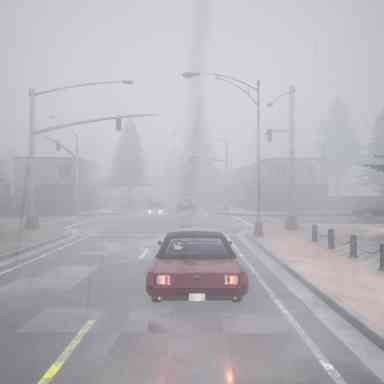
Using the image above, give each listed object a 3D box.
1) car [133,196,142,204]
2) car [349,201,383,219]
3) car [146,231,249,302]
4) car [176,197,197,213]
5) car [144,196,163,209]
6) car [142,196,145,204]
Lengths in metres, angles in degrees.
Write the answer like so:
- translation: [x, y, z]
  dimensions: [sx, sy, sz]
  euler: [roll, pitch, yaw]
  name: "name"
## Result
- translation: [-9.568, 1.443, 61.890]
  dimensions: [1.882, 1.535, 5.008]
  euler: [0, 0, -23]
  name: "car"
- translation: [15.775, 1.476, 27.844]
  dimensions: [4.902, 1.511, 2.128]
  euler: [0, 0, 2]
  name: "car"
- translation: [0.075, 1.601, 8.187]
  dimensions: [1.895, 1.301, 4.718]
  euler: [0, 0, -1]
  name: "car"
- translation: [-0.574, 1.317, 36.214]
  dimensions: [2.097, 1.767, 4.553]
  euler: [0, 0, 2]
  name: "car"
- translation: [-4.818, 1.530, 43.404]
  dimensions: [1.994, 1.385, 4.181]
  euler: [0, 0, -6]
  name: "car"
- translation: [-6.319, 1.470, 52.153]
  dimensions: [1.837, 1.490, 4.892]
  euler: [0, 0, -15]
  name: "car"
